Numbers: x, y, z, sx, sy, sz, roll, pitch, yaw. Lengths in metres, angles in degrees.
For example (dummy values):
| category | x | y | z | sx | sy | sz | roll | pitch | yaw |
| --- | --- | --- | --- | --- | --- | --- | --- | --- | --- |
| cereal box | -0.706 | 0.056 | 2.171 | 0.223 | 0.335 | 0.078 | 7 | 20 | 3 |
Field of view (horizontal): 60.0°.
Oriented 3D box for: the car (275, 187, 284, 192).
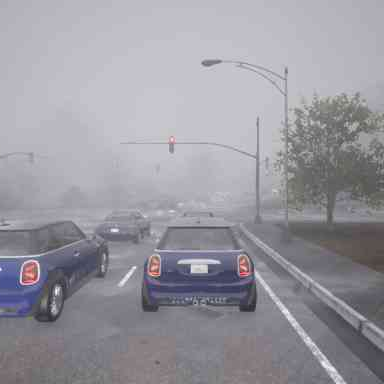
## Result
| category | x | y | z | sx | sy | sz | roll | pitch | yaw |
| --- | --- | --- | --- | --- | --- | --- | --- | --- | --- |
| car | 23.401 | -0.599 | 89.378 | 1.882 | 1.535 | 5.008 | 0 | 3 | 38 |

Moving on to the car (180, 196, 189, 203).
| category | x | y | z | sx | sy | sz | roll | pitch | yaw |
| --- | --- | --- | --- | --- | --- | --- | --- | --- | --- |
| car | -2.125 | 1.427 | 64.276 | 1.994 | 1.385 | 4.181 | 0 | 2 | 20 |

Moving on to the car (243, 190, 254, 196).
| category | x | y | z | sx | sy | sz | roll | pitch | yaw |
| --- | --- | --- | --- | --- | --- | --- | --- | --- | --- |
| car | 14.132 | 0.206 | 81.913 | 1.812 | 1.442 | 4.674 | 0 | 3 | 33 |

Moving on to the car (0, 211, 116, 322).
| category | x | y | z | sx | sy | sz | roll | pitch | yaw |
| --- | --- | --- | --- | --- | --- | --- | --- | --- | --- |
| car | -3.365 | 1.361 | 7.405 | 2.097 | 1.767 | 4.553 | 0 | 0 | 1 |

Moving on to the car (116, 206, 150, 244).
| category | x | y | z | sx | sy | sz | roll | pitch | yaw |
| --- | --- | --- | --- | --- | --- | --- | --- | --- | --- |
| car | -3.199 | 1.594 | 16.018 | 1.994 | 1.385 | 4.181 | 0 | 0 | 2 |

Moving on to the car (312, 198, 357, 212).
| category | x | y | z | sx | sy | sz | roll | pitch | yaw |
| --- | --- | --- | --- | --- | --- | --- | --- | --- | --- |
| car | 16.434 | 1.532 | 38.431 | 4.892 | 1.490 | 1.837 | -1 | 0 | 4 |

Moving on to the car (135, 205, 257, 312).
| category | x | y | z | sx | sy | sz | roll | pitch | yaw |
| --- | --- | --- | --- | --- | --- | --- | --- | --- | --- |
| car | 0.139 | 1.361 | 7.909 | 2.097 | 1.767 | 4.553 | 0 | 0 | 0 |

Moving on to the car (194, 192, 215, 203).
| category | x | y | z | sx | sy | sz | roll | pitch | yaw |
| --- | --- | --- | --- | --- | --- | --- | --- | --- | --- |
| car | 2.147 | 0.987 | 65.599 | 2.150 | 2.045 | 5.566 | 0 | 2 | 22 |

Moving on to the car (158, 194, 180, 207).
| category | x | y | z | sx | sy | sz | roll | pitch | yaw |
| --- | --- | --- | --- | --- | --- | --- | --- | --- | --- |
| car | -3.254 | 1.328 | 45.157 | 2.150 | 2.045 | 5.566 | 0 | 0 | 2 |

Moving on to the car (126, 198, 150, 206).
| category | x | y | z | sx | sy | sz | roll | pitch | yaw |
| --- | --- | --- | --- | --- | --- | --- | --- | --- | --- |
| car | -7.479 | 1.615 | 46.816 | 1.837 | 1.490 | 4.892 | 0 | 0 | 17 |

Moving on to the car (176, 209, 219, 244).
| category | x | y | z | sx | sy | sz | roll | pitch | yaw |
| --- | --- | --- | --- | --- | --- | --- | --- | --- | --- |
| car | 0.326 | 1.633 | 16.940 | 1.895 | 1.301 | 4.718 | 0 | 0 | 2 |

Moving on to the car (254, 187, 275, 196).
| category | x | y | z | sx | sy | sz | roll | pitch | yaw |
| --- | --- | --- | --- | --- | --- | --- | --- | --- | --- |
| car | 17.662 | 0.142 | 80.977 | 2.128 | 1.511 | 4.902 | 0 | 3 | 33 |

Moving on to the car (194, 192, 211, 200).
| category | x | y | z | sx | sy | sz | roll | pitch | yaw |
| --- | --- | --- | --- | --- | --- | --- | --- | --- | --- |
| car | 2.409 | 0.900 | 74.998 | 2.128 | 1.511 | 4.902 | 0 | 3 | 26 |

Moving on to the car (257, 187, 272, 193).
| category | x | y | z | sx | sy | sz | roll | pitch | yaw |
| --- | --- | --- | --- | --- | --- | --- | --- | --- | --- |
| car | 19.801 | -0.522 | 90.398 | 2.128 | 1.511 | 4.902 | 0 | 3 | 38 |

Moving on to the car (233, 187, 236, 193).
| category | x | y | z | sx | sy | sz | roll | pitch | yaw |
| --- | --- | --- | --- | --- | --- | --- | --- | --- | --- |
| car | 9.801 | -0.288 | 88.233 | 2.150 | 2.045 | 5.566 | 0 | 3 | 33 |

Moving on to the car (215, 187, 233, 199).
| category | x | y | z | sx | sy | sz | roll | pitch | yaw |
| --- | --- | --- | --- | --- | --- | --- | --- | --- | --- |
| car | 6.830 | 0.434 | 75.989 | 2.150 | 2.045 | 5.566 | 0 | 3 | 26 |
